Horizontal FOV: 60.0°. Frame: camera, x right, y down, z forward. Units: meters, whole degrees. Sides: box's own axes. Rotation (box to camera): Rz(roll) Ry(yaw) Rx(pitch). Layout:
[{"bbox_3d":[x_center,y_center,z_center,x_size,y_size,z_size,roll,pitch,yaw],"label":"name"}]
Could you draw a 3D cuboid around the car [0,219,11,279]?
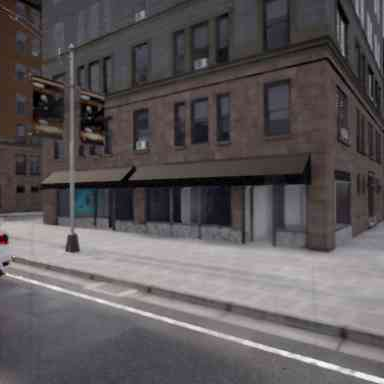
[{"bbox_3d":[-6.863,1.258,8.579,5.566,2.045,2.150,0,0,36],"label":"car"}]
